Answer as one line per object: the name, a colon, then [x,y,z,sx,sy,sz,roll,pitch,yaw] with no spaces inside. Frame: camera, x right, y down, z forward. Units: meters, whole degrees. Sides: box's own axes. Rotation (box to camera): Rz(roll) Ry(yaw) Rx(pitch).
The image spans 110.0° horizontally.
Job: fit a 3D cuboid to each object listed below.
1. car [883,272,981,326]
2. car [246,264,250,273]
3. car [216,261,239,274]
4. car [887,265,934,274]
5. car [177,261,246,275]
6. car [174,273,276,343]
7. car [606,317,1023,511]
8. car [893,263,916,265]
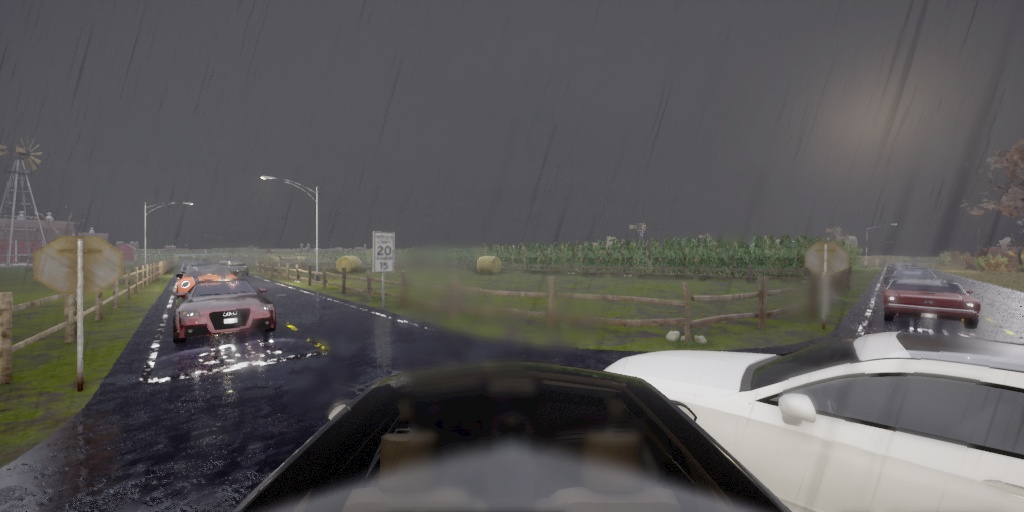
car: [13.412,1.398,11.651,4.718,1.301,1.895,0,1,-44]
car: [-27.316,1.300,35.504,2.128,1.511,4.902,0,0,-42]
car: [-34.107,1.325,42.897,1.837,1.490,4.892,0,0,-42]
car: [20.427,1.364,18.282,5.357,1.411,2.033,0,1,-43]
car: [-13.869,1.148,16.401,2.097,1.767,4.553,0,0,-42]
car: [-8.031,1.359,9.973,1.994,1.385,4.181,0,0,-43]
car: [2.819,1.293,2.489,1.812,1.442,4.674,0,1,-44]
car: [27.122,1.402,24.600,4.181,1.385,1.994,0,1,-43]
